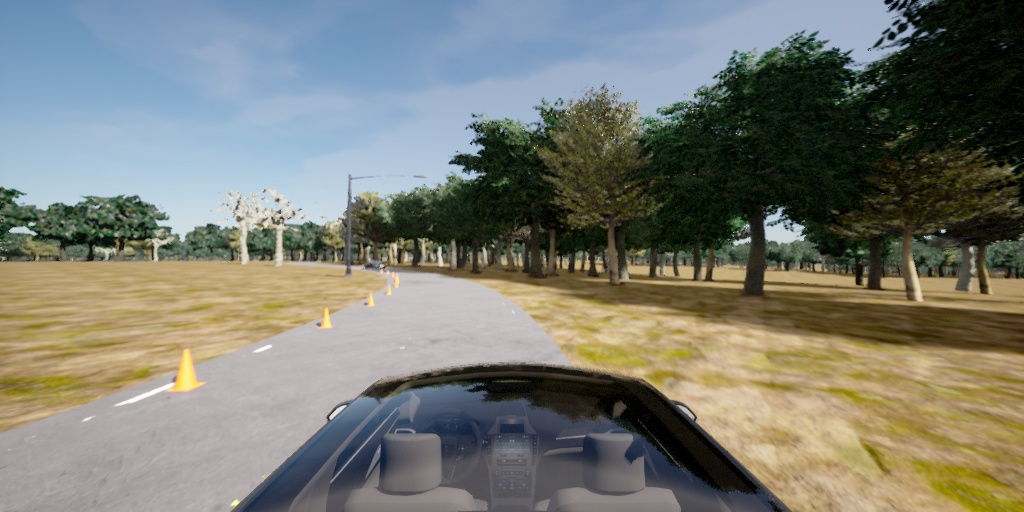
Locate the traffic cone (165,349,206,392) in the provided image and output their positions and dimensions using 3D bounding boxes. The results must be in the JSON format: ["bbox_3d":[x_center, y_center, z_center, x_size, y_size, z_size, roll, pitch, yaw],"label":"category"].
[{"bbox_3d":[-4.989,1.720,5.486,0.340,0.580,0.340,0,0,-3],"label":"traffic cone"}]

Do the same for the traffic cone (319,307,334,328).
[{"bbox_3d":[-5.354,1.764,10.331,0.340,0.580,0.340,0,0,-6],"label":"traffic cone"}]

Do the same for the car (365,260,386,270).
[{"bbox_3d":[-21.888,1.463,57.521,2.128,1.511,4.902,1,-1,-44],"label":"car"}]

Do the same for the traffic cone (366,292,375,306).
[{"bbox_3d":[-5.970,1.806,15.151,0.340,0.580,0.340,0,0,-9],"label":"traffic cone"}]

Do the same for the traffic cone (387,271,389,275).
[{"bbox_3d":[-14.813,1.943,42.809,0.340,0.580,0.340,0,0,-27],"label":"traffic cone"}]

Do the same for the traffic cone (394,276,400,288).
[{"bbox_3d":[-7.950,1.880,24.661,0.340,0.580,0.340,0,0,-15],"label":"traffic cone"}]

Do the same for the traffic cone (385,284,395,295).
[{"bbox_3d":[-6.836,1.846,19.931,0.340,0.580,0.340,0,0,-12],"label":"traffic cone"}]

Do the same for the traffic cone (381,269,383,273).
[{"bbox_3d":[-17.107,1.939,47.093,0.340,0.580,0.340,0,0,-30],"label":"traffic cone"}]

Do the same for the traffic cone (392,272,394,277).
[{"bbox_3d":[-10.908,1.926,33.914,0.340,0.580,0.340,0,0,-21],"label":"traffic cone"}]
